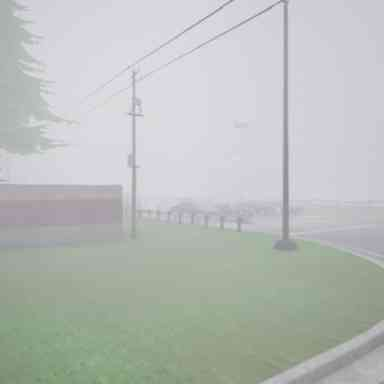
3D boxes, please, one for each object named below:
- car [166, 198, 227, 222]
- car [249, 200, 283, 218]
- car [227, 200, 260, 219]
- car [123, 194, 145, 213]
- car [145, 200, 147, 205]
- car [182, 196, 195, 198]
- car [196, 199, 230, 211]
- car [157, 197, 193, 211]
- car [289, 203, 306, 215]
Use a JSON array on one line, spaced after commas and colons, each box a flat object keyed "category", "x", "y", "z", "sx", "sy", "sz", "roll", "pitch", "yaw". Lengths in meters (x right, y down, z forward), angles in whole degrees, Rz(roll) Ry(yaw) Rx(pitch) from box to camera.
[{"category": "car", "x": 0.208, "y": 1.477, "z": 26.758, "sx": 1.882, "sy": 1.535, "sz": 5.008, "roll": 0, "pitch": 0, "yaw": -36}, {"category": "car", "x": 5.984, "y": 1.491, "z": 30.718, "sx": 2.128, "sy": 1.511, "sz": 4.902, "roll": 0, "pitch": 0, "yaw": -36}, {"category": "car", "x": 3.217, "y": 1.601, "z": 28.570, "sx": 1.895, "sy": 1.301, "sz": 4.718, "roll": 0, "pitch": 0, "yaw": -36}, {"category": "car", "x": -7.858, "y": 1.222, "z": 37.907, "sx": 2.150, "sy": 2.045, "sz": 5.566, "roll": 0, "pitch": 0, "yaw": -36}, {"category": "car", "x": -9.631, "y": 1.506, "z": 58.376, "sx": 1.837, "sy": 1.490, "sz": 4.892, "roll": 0, "pitch": 0, "yaw": -35}, {"category": "car", "x": -0.322, "y": 1.353, "z": 39.437, "sx": 2.097, "sy": 1.767, "sz": 4.553, "roll": 0, "pitch": 0, "yaw": -36}, {"category": "car", "x": 2.573, "y": 1.563, "z": 41.412, "sx": 1.994, "sy": 1.385, "sz": 4.181, "roll": 0, "pitch": 0, "yaw": -36}, {"category": "car", "x": -2.149, "y": 1.525, "z": 35.988, "sx": 1.812, "sy": 1.442, "sz": 4.674, "roll": 0, "pitch": 0, "yaw": -36}, {"category": "car", "x": 8.556, "y": 1.547, "z": 33.135, "sx": 2.033, "sy": 1.411, "sz": 5.357, "roll": 0, "pitch": 0, "yaw": -36}]
